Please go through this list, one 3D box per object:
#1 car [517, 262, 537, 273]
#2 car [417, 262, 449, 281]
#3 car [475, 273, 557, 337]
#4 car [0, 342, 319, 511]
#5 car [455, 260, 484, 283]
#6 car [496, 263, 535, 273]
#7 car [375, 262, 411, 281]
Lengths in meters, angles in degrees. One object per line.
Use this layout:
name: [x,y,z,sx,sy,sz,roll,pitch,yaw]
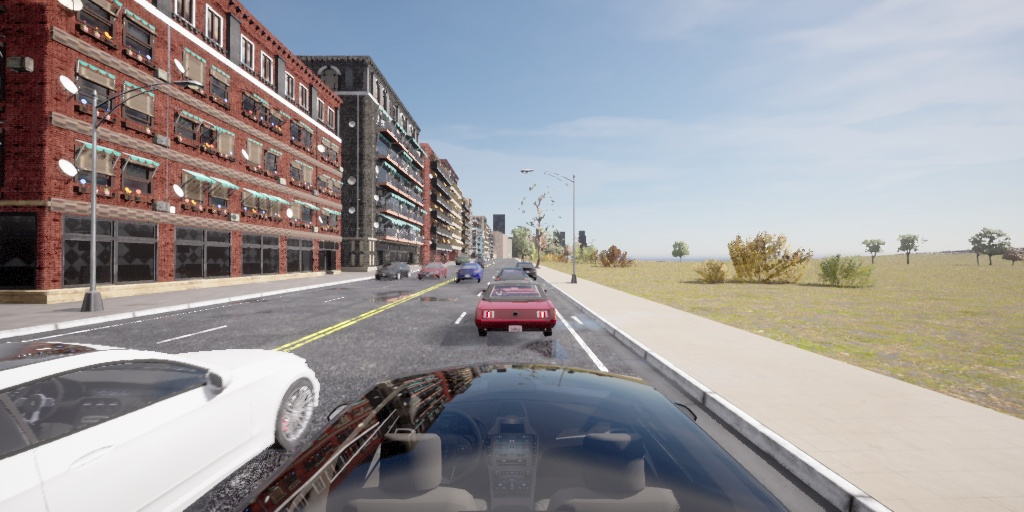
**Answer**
car: [1.059,1.259,30.335,1.837,1.490,4.892,0,0,0]
car: [-6.681,1.279,30.655,1.812,1.442,4.674,0,0,0]
car: [0.077,1.352,10.311,1.895,1.301,4.718,0,0,0]
car: [-3.154,1.276,2.228,1.812,1.442,4.674,0,0,0]
car: [-3.224,1.279,28.228,1.812,1.442,4.674,0,0,0]
car: [0.040,1.317,20.341,1.994,1.385,4.181,0,0,0]
car: [-9.930,1.258,30.179,1.837,1.490,4.892,0,0,0]
